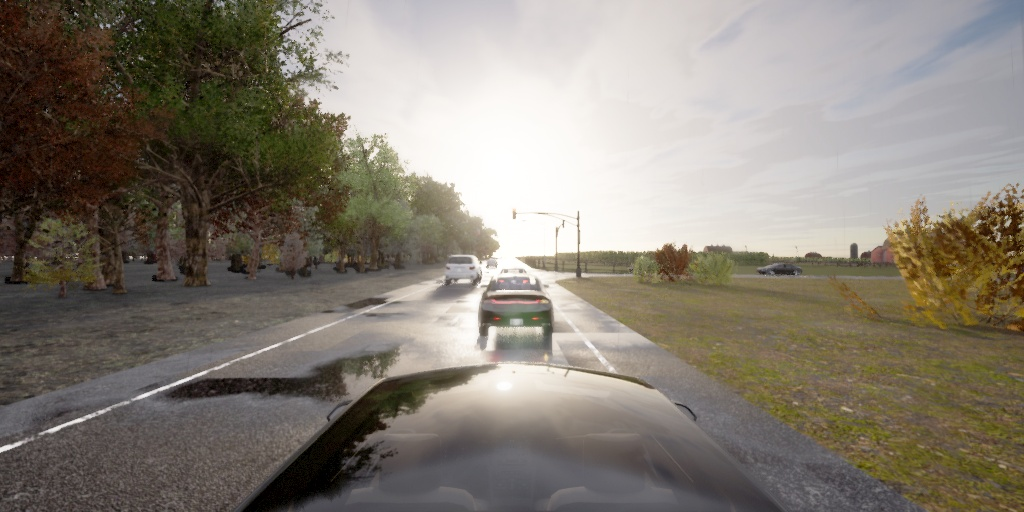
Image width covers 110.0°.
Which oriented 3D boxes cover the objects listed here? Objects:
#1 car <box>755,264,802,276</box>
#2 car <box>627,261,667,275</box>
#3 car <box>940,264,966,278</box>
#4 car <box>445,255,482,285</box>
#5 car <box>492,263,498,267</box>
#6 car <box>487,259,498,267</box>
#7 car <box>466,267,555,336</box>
[{"bbox_3d":[31.922,1.646,42.962,4.892,1.490,1.837,1,-1,0],"label":"car"},{"bbox_3d":[16.304,1.324,43.099,4.553,1.767,2.097,1,-1,2],"label":"car"},{"bbox_3d":[48.857,1.868,39.292,4.718,1.301,1.895,1,-1,1],"label":"car"},{"bbox_3d":[-3.432,0.967,26.083,2.150,2.045,5.566,0,0,0],"label":"car"},{"bbox_3d":[0.076,1.295,20.060,2.033,1.411,5.357,0,0,0],"label":"car"},{"bbox_3d":[-3.485,1.257,63.568,1.812,1.442,4.674,0,0,0],"label":"car"},{"bbox_3d":[0.090,1.240,10.319,2.128,1.511,4.902,0,0,0],"label":"car"}]
